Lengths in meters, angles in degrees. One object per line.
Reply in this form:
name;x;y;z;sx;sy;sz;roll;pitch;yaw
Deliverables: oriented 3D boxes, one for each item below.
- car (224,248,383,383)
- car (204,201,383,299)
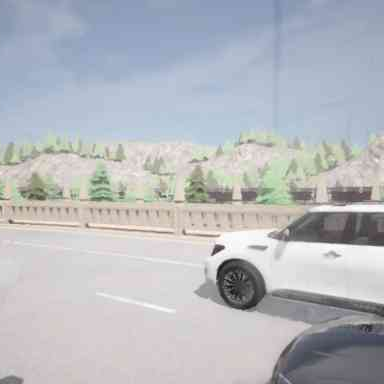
car;2.855;1.479;1.780;4.902;1.511;2.128;0;0;36
car;2.906;1.193;6.062;5.566;2.045;2.150;0;0;35
